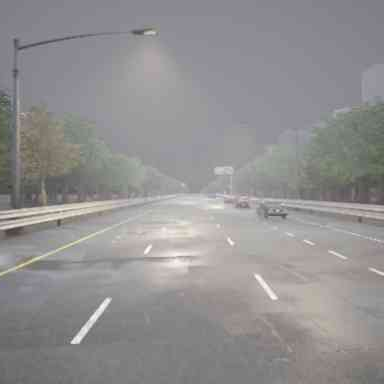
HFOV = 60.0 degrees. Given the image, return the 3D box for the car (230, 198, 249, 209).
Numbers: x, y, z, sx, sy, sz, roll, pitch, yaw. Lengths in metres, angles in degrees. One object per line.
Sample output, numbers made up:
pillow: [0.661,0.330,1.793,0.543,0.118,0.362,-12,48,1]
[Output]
car: [7.127,1.636,48.401,1.812,1.442,4.674,0,0,0]

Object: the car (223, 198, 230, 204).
car: [7.239,1.751,66.471,1.895,1.301,4.718,0,0,0]

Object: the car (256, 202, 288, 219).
car: [7.048,1.601,29.739,2.033,1.411,5.357,0,0,0]
